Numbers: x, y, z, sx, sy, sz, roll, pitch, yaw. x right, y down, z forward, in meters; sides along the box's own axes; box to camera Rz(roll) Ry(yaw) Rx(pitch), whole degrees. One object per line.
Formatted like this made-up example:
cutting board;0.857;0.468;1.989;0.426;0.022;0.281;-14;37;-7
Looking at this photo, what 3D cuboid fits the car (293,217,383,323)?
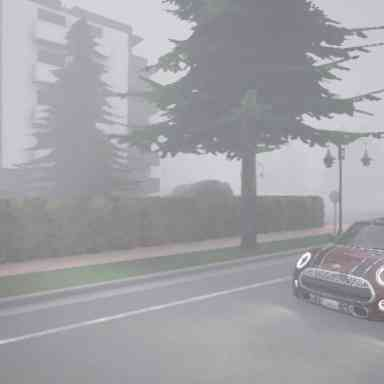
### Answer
car;4.225;1.375;7.203;4.553;1.767;2.097;0;0;-37
